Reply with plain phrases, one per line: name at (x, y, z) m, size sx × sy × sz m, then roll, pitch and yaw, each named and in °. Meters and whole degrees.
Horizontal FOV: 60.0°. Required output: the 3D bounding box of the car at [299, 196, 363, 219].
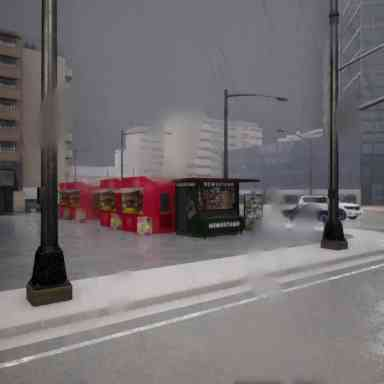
car at (12.004, 1.339, 29.432) m, size 2.150 × 2.045 × 5.566 m, roll 0°, pitch -1°, yaw -36°

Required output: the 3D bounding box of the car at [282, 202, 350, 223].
car at (9.675, 1.707, 26.702) m, size 1.895 × 1.301 × 4.718 m, roll 0°, pitch -1°, yaw -37°
